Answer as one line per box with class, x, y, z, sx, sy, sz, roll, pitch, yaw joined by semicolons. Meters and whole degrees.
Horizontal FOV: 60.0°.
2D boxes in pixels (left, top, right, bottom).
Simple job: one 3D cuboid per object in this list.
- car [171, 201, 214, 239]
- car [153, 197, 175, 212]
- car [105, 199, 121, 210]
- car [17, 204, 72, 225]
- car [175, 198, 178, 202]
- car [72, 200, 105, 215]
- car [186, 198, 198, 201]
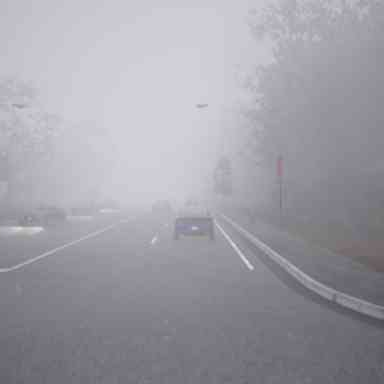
car;0.100;1.468;17.334;1.882;1.535;5.008;0;0;0
car;-3.398;1.543;38.468;1.994;1.385;4.181;0;0;0
car;-10.497;1.540;43.267;1.994;1.385;4.181;0;0;0
car;-10.524;1.551;23.637;1.994;1.385;4.181;0;0;2
car;-3.496;1.533;56.425;1.994;1.385;4.181;0;0;0
car;-10.498;1.507;33.241;1.812;1.442;4.674;0;0;0
car;0.004;1.523;44.581;2.033;1.411;5.357;0;0;0
